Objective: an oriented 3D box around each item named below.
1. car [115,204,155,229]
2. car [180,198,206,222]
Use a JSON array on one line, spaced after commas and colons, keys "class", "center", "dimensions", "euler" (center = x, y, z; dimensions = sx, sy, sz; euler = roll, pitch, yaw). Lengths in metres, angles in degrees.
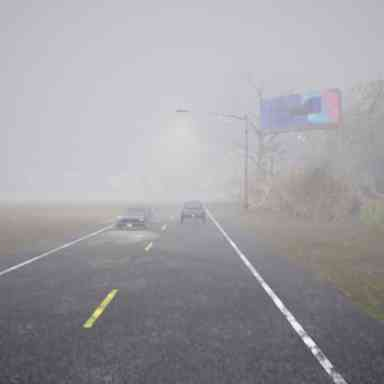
[{"class": "car", "center": [-3.564, 1.526, 21.741], "dimensions": [2.033, 1.411, 5.357], "euler": [0, 0, 0]}, {"class": "car", "center": [0.087, 1.466, 25.827], "dimensions": [2.128, 1.511, 4.902], "euler": [0, 0, 0]}]
